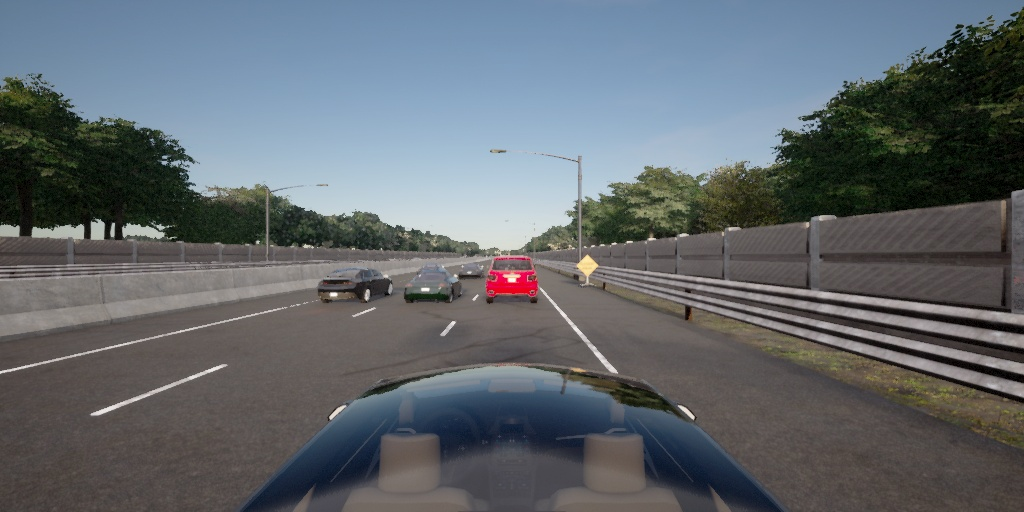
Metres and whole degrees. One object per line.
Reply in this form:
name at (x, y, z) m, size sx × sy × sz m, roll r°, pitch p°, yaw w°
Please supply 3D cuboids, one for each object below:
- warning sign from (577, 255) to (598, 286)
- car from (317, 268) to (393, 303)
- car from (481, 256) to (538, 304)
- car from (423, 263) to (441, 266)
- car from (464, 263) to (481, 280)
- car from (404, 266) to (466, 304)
warning sign at (4.549, 0.865, 21.621) m, size 1.300 × 1.860 × 1.060 m, roll 0°, pitch 0°, yaw 0°
car at (-7.000, 1.267, 16.499) m, size 1.837 × 1.490 × 4.892 m, roll 0°, pitch 0°, yaw 0°
car at (0.000, 1.008, 16.530) m, size 2.150 × 2.045 × 5.566 m, roll 0°, pitch 0°, yaw 0°
car at (-7.000, 1.322, 31.499) m, size 1.994 × 1.385 × 4.181 m, roll 0°, pitch 0°, yaw 0°
car at (-3.500, 1.322, 31.500) m, size 1.994 × 1.385 × 4.181 m, roll 0°, pitch 0°, yaw 0°
car at (-3.500, 1.323, 16.499) m, size 1.994 × 1.385 × 4.181 m, roll 0°, pitch 0°, yaw 0°
